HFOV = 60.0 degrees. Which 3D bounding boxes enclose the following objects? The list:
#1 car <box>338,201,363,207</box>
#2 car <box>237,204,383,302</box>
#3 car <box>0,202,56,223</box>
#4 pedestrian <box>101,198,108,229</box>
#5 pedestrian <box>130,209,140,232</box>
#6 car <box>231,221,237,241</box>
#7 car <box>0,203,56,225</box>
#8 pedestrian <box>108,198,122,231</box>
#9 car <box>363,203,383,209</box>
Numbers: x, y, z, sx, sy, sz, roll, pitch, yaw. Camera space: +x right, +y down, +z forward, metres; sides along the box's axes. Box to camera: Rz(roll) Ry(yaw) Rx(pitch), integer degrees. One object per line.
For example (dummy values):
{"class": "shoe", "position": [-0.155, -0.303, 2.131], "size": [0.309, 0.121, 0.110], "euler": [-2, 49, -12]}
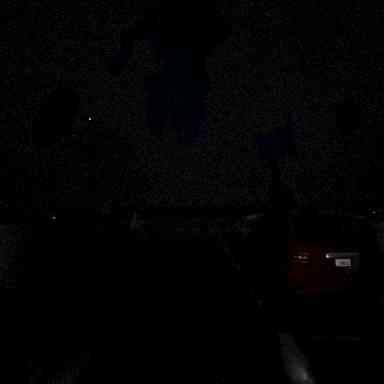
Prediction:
{"class": "car", "position": [12.567, 1.432, 26.766], "size": [4.181, 1.385, 1.994], "euler": [0, 0, 0]}
{"class": "car", "position": [2.634, 1.315, 8.186], "size": [2.192, 1.841, 5.009], "euler": [0, 0, 0]}
{"class": "car", "position": [-13.870, 1.635, 26.910], "size": [5.008, 1.535, 1.882], "euler": [-1, 0, 0]}
{"class": "pedestrian", "position": [-4.711, 1.154, 18.362], "size": [0.375, 1.860, 0.375], "euler": [0, 0, 0]}
{"class": "pedestrian", "position": [-2.910, 1.421, 17.100], "size": [0.375, 1.300, 0.375], "euler": [0, 0, 0]}
{"class": "car", "position": [2.633, 1.525, 13.902], "size": [1.752, 1.417, 4.829], "euler": [0, 0, 0]}
{"class": "car", "position": [-12.387, 1.629, 23.953], "size": [4.902, 1.511, 2.128], "euler": [-1, 0, 0]}
{"class": "pedestrian", "position": [-4.102, 1.143, 17.765], "size": [0.375, 1.860, 0.375], "euler": [0, 0, 0]}
{"class": "car", "position": [15.020, 1.423, 23.804], "size": [4.181, 1.385, 1.994], "euler": [0, 0, 0]}
